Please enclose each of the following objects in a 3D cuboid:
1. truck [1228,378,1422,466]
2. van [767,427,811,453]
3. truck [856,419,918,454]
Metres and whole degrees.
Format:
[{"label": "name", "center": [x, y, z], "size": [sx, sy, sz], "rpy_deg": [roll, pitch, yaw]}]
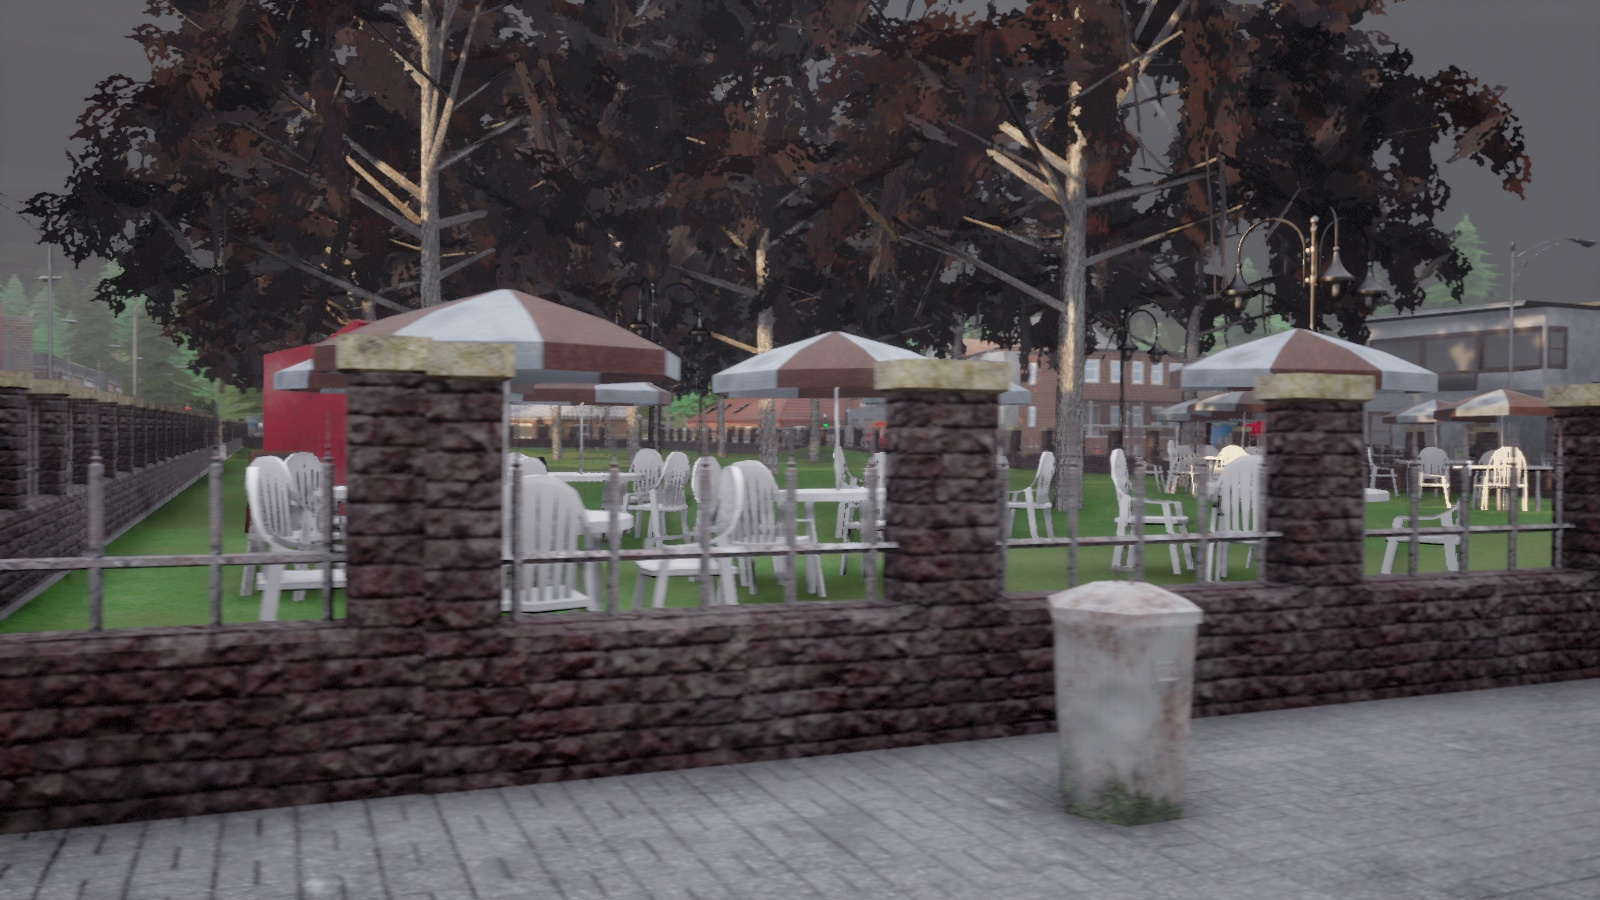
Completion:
[{"label": "truck", "center": [22.240, -1.168, 53.797], "size": [2.891, 3.462, 7.936], "rpy_deg": [-1, 1, -22]}, {"label": "van", "center": [-0.857, -0.771, 97.956], "size": [1.775, 1.987, 4.442], "rpy_deg": [-1, 1, -24]}, {"label": "truck", "center": [6.268, -0.999, 91.173], "size": [2.627, 2.467, 5.204], "rpy_deg": [-1, 1, -19]}]
